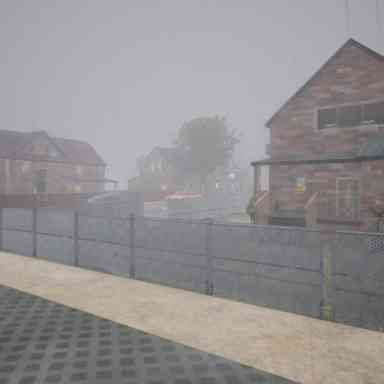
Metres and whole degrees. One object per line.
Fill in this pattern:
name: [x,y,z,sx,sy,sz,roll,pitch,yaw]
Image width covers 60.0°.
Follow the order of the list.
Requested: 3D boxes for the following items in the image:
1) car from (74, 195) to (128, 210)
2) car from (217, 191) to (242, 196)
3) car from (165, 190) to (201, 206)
car: [-7.330,1.010,27.020,1.837,1.490,4.892,1,1,35]
car: [5.267,0.595,44.746,1.895,1.301,4.718,1,2,36]
car: [-0.927,0.596,36.046,2.097,1.767,4.553,1,2,36]
